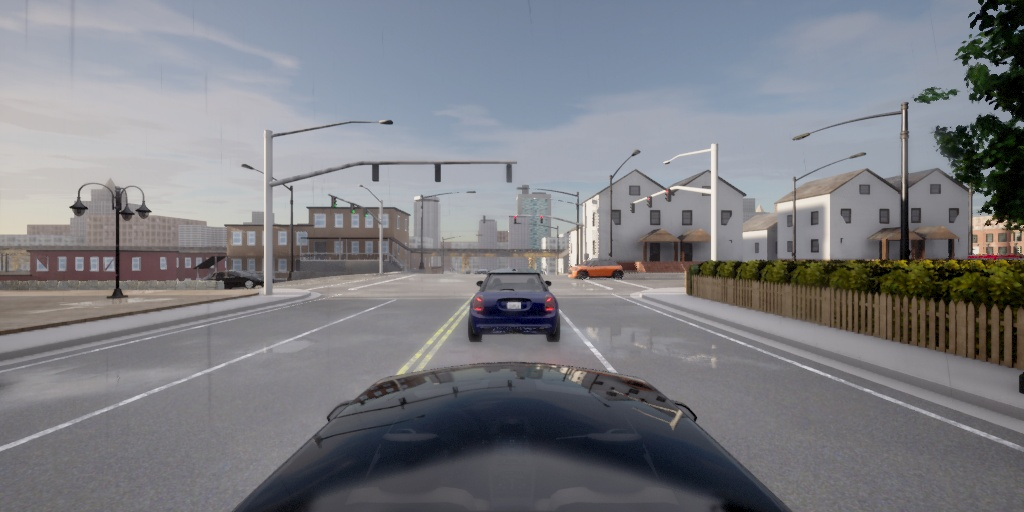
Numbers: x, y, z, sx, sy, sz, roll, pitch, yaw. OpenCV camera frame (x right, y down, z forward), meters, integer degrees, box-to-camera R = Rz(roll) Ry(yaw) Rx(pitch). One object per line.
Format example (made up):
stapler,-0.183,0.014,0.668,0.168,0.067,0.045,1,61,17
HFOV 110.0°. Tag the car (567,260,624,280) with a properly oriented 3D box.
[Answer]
car,7.050,1.105,30.541,4.553,1.767,2.097,0,0,-8

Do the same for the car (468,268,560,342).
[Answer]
car,0.056,1.102,9.967,2.097,1.767,4.553,0,0,0

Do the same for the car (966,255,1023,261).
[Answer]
car,38.343,0.971,27.724,5.566,2.045,2.150,0,0,-1

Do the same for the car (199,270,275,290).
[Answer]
car,-20.506,1.789,26.777,4.892,1.490,1.837,-5,0,-1
